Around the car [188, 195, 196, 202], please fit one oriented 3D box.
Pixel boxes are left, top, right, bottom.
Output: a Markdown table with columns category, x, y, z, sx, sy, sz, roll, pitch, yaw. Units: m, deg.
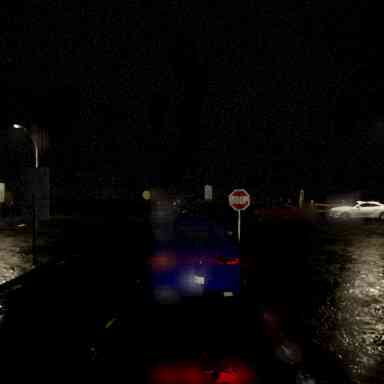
| category | x | y | z | sx | sy | sz | roll | pitch | yaw |
| --- | --- | --- | --- | --- | --- | --- | --- | --- | --- |
| car | -0.040 | 1.418 | 76.485 | 1.837 | 1.490 | 4.892 | 0 | 0 | 0 |

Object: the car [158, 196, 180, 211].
| category | x | y | z | sx | sy | sz | roll | pitch | yaw |
| --- | --- | --- | --- | --- | --- | --- | --- | --- | --- |
| car | -2.816 | 1.328 | 39.151 | 2.097 | 1.767 | 4.553 | 0 | 0 | -1 |

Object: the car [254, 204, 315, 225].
| category | x | y | z | sx | sy | sz | roll | pitch | yaw |
| --- | --- | --- | --- | --- | --- | --- | --- | --- | --- |
| car | 6.573 | 1.535 | 23.757 | 4.181 | 1.385 | 1.994 | 0 | 1 | 16 |

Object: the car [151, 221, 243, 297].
| category | x | y | z | sx | sy | sz | roll | pitch | yaw |
| --- | --- | --- | --- | --- | --- | --- | --- | --- | --- |
| car | 0.085 | 1.475 | 8.598 | 1.882 | 1.535 | 5.008 | 0 | 0 | 0 |

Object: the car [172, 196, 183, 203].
| category | x | y | z | sx | sy | sz | roll | pitch | yaw |
| --- | --- | --- | --- | --- | --- | --- | --- | --- | --- |
| car | -2.819 | 1.537 | 65.936 | 1.895 | 1.301 | 4.718 | 0 | 0 | 0 |

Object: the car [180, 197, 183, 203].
| category | x | y | z | sx | sy | sz | roll | pitch | yaw |
| --- | --- | --- | --- | --- | --- | --- | --- | --- | --- |
| car | -2.868 | 1.556 | 53.320 | 1.895 | 1.301 | 4.718 | 0 | 0 | 0 |

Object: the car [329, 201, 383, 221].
| category | x | y | z | sx | sy | sz | roll | pitch | yaw |
| --- | --- | --- | --- | --- | --- | --- | --- | --- | --- |
| car | 13.260 | 1.442 | 26.087 | 4.674 | 1.442 | 1.812 | 0 | 1 | 3 |
